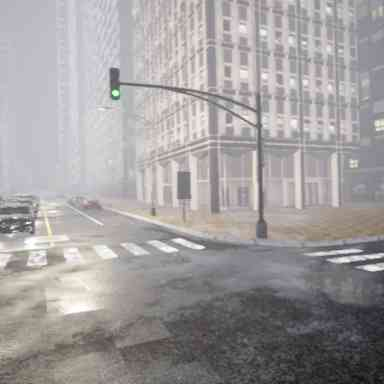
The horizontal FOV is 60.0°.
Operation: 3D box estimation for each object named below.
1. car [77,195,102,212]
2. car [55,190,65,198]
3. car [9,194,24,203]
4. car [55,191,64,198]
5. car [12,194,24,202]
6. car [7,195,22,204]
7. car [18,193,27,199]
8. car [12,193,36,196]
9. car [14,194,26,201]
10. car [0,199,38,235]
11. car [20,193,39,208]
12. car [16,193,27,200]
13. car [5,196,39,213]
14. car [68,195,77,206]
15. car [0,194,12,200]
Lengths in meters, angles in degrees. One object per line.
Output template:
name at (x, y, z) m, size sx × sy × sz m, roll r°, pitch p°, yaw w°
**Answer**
car at (-10.086, 1.221, 33.183) m, size 1.802 × 1.307 × 4.206 m, roll 0°, pitch 1°, yaw -25°
car at (-33.349, 0.550, 83.870) m, size 2.192 × 1.841 × 5.009 m, roll 0°, pitch 1°, yaw -25°
car at (-31.627, 1.130, 60.035) m, size 2.008 × 1.369 × 4.403 m, roll 0°, pitch 0°, yaw -25°
car at (-31.022, 0.819, 78.803) m, size 1.887 × 1.381 × 4.507 m, roll 0°, pitch 1°, yaw -25°
car at (-33.953, 1.083, 65.101) m, size 1.887 × 1.381 × 4.507 m, roll 0°, pitch 0°, yaw -25°
car at (-29.302, 1.164, 54.967) m, size 1.887 × 1.381 × 4.507 m, roll 0°, pitch 0°, yaw -25°
car at (-40.929, 0.963, 80.302) m, size 1.887 × 1.381 × 4.507 m, roll 0°, pitch 0°, yaw -25°
car at (-16.946, 1.090, 34.222) m, size 2.097 × 1.767 × 4.553 m, roll -1°, pitch 1°, yaw -24°
car at (-36.278, 1.049, 70.168) m, size 2.008 × 1.369 × 4.403 m, roll 0°, pitch 0°, yaw -25°
car at (-9.243, 1.377, 17.436) m, size 1.837 × 1.490 × 4.892 m, roll -1°, pitch 1°, yaw -25°
car at (-20.938, 1.019, 43.012) m, size 2.097 × 1.767 × 4.553 m, roll -1°, pitch 1°, yaw -24°
car at (-38.604, 1.024, 75.235) m, size 1.947 × 1.339 × 4.313 m, roll 0°, pitch 0°, yaw -25°
car at (-13.171, 1.308, 25.994) m, size 1.837 × 1.490 × 4.892 m, roll -1°, pitch 1°, yaw -25°
car at (-14.809, 1.082, 43.476) m, size 1.752 × 1.417 × 4.829 m, roll 0°, pitch 1°, yaw -25°
car at (-17.675, 1.137, 29.632) m, size 2.192 × 1.841 × 5.009 m, roll 0°, pitch 0°, yaw -25°
